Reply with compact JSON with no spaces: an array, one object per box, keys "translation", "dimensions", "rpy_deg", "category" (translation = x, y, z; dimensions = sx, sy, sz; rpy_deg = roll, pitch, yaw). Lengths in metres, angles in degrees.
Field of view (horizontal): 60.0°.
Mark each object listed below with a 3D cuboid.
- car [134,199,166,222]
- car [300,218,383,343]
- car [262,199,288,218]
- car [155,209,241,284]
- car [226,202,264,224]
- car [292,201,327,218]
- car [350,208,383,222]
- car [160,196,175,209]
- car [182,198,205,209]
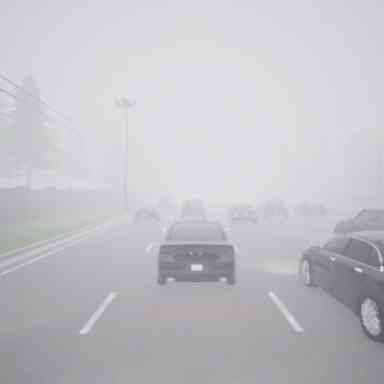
[{"translation":[-3.413,1.553,26.320],"dimensions":[1.812,1.442,4.674],"rpy_deg":[0,0,1],"category":"car"},{"translation":[3.607,1.511,6.421],"dimensions":[1.837,1.490,4.892],"rpy_deg":[0,0,0],"category":"car"},{"translation":[7.133,1.381,30.089],"dimensions":[2.097,1.767,4.553],"rpy_deg":[0,0,0],"category":"car"},{"translation":[0.111,1.487,9.670],"dimensions":[1.882,1.535,5.008],"rpy_deg":[0,0,0],"category":"car"},{"translation":[3.629,1.572,24.922],"dimensions":[2.033,1.411,5.357],"rpy_deg":[0,0,0],"category":"car"},{"translation":[10.633,1.520,30.345],"dimensions":[2.128,1.511,4.902],"rpy_deg":[0,0,0],"category":"car"},{"translation":[7.114,1.363,12.401],"dimensions":[2.097,1.767,4.553],"rpy_deg":[0,0,0],"category":"car"},{"translation":[-3.377,1.396,43.986],"dimensions":[2.097,1.767,4.553],"rpy_deg":[0,0,0],"category":"car"},{"translation":[0.134,1.382,30.098],"dimensions":[2.097,1.767,4.553],"rpy_deg":[0,0,0],"category":"car"}]
